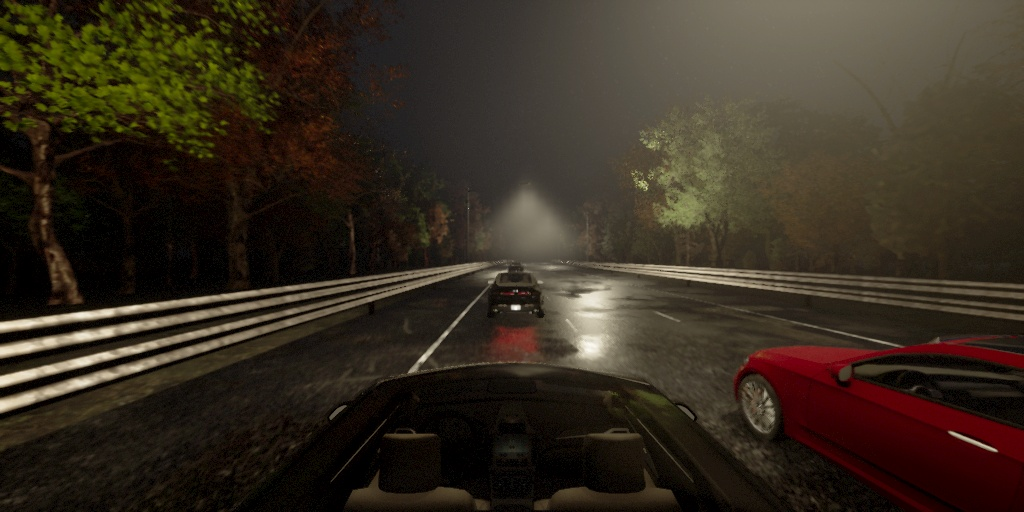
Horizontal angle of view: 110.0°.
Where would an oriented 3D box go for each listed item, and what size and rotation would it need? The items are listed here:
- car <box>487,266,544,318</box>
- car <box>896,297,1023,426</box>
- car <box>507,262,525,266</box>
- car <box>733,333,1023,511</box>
[{"bbox_3d":[0.131,1.325,13.400,1.837,1.490,4.892,0,0,0],"label":"car"},{"bbox_3d":[7.104,1.328,3.606,1.994,1.385,4.181,0,0,0],"label":"car"},{"bbox_3d":[0.508,1.502,44.017,1.837,1.490,4.892,0,0,1],"label":"car"},{"bbox_3d":[3.602,1.281,2.403,1.812,1.442,4.674,0,0,0],"label":"car"}]
